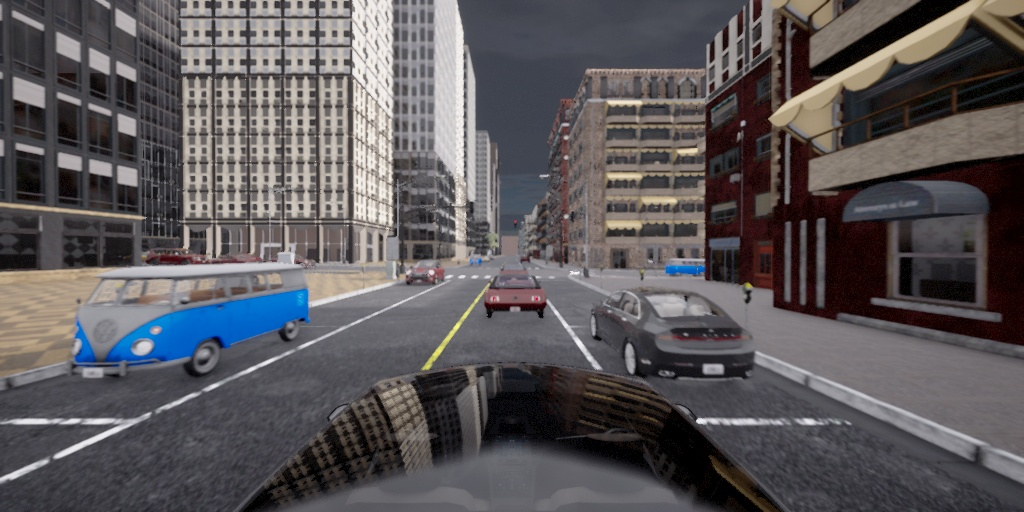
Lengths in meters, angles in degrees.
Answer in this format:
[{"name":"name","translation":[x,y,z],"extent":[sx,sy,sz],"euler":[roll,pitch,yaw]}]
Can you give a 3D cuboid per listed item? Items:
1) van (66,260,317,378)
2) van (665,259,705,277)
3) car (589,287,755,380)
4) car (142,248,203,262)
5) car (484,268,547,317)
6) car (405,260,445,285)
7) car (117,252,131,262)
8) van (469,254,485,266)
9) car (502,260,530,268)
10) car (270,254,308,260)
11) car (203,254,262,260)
[{"name":"van","translation":[-5.691,1.047,6.974],"extent":[1.690,1.789,3.998],"euler":[0,0,0]},{"name":"van","translation":[16.906,1.182,34.642],"extent":[3.998,1.789,1.690],"euler":[0,0,0]},{"name":"car","translation":[2.689,1.256,6.974],"extent":[2.007,1.370,4.403],"euler":[0,0,0]},{"name":"car","translation":[-32.302,0.206,34.651],"extent":[5.009,1.841,2.192],"euler":[0,0,0]},{"name":"car","translation":[0.098,1.259,12.703],"extent":[1.895,1.301,4.718],"euler":[0,0,0]},{"name":"car","translation":[-5.695,1.006,23.919],"extent":[1.967,1.591,4.097],"euler":[0,0,0]},{"name":"car","translation":[-43.708,0.120,43.002],"extent":[4.829,1.417,1.751],"euler":[0,0,0]},{"name":"van","translation":[-5.701,0.647,56.392],"extent":[1.690,1.789,3.998],"euler":[0,0,0]},{"name":"car","translation":[0.083,1.167,23.885],"extent":[1.895,1.301,4.718],"euler":[0,0,-1]},{"name":"car","translation":[-21.154,0.546,34.680],"extent":[4.097,1.591,1.967],"euler":[0,0,0]},{"name":"car","translation":[-26.728,0.581,34.665],"extent":[4.207,1.307,1.802],"euler":[0,0,0]}]
